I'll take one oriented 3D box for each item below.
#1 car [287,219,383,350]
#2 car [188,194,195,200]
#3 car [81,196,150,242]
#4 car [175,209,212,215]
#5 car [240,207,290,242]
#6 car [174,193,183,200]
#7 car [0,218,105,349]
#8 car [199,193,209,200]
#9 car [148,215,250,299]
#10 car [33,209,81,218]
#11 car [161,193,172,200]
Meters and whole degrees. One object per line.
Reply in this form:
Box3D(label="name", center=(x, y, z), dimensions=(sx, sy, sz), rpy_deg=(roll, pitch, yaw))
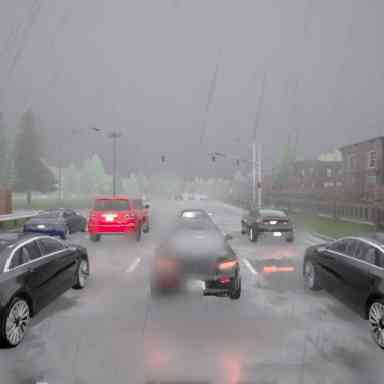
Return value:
Box3D(label="car", center=(3.585, 1.492, 6.132), dimensions=(2.128, 1.511, 4.902), rpy_deg=(0, 0, 0))
Box3D(label="car", center=(-0.122, 1.531, 89.790), dimensions=(2.033, 1.411, 5.357), rpy_deg=(0, 0, 0))
Box3D(label="car", center=(-3.435, 1.221, 16.541), dimensions=(2.150, 2.045, 5.566), rpy_deg=(0, 0, 0))
Box3D(label="car", center=(0.062, 1.564, 17.063), dimensions=(1.994, 1.385, 4.181), rpy_deg=(0, 0, 0))
Box3D(label="car", center=(3.561, 1.505, 16.273), dimensions=(1.837, 1.490, 4.892), rpy_deg=(0, 0, 0))
Box3D(label="car", center=(-3.622, 1.217, 89.815), dimensions=(2.150, 2.045, 5.566), rpy_deg=(0, 0, 0))
Box3D(label="car", center=(-3.417, 1.492, 6.231), dimensions=(2.128, 1.511, 4.902), rpy_deg=(0, 0, 0))
Box3D(label="car", center=(3.378, 1.217, 89.825), dimensions=(2.150, 2.045, 5.566), rpy_deg=(0, 0, 0))
Box3D(label="car", center=(0.085, 1.526, 8.315), dimensions=(1.812, 1.442, 4.674), rpy_deg=(0, 0, 0))
Box3D(label="car", center=(-6.936, 1.564, 17.315), dimensions=(1.994, 1.385, 4.181), rpy_deg=(0, 0, 0))
Box3D(label="car", center=(-7.122, 1.217, 89.810), dimensions=(2.150, 2.045, 5.566), rpy_deg=(0, 0, 0))
